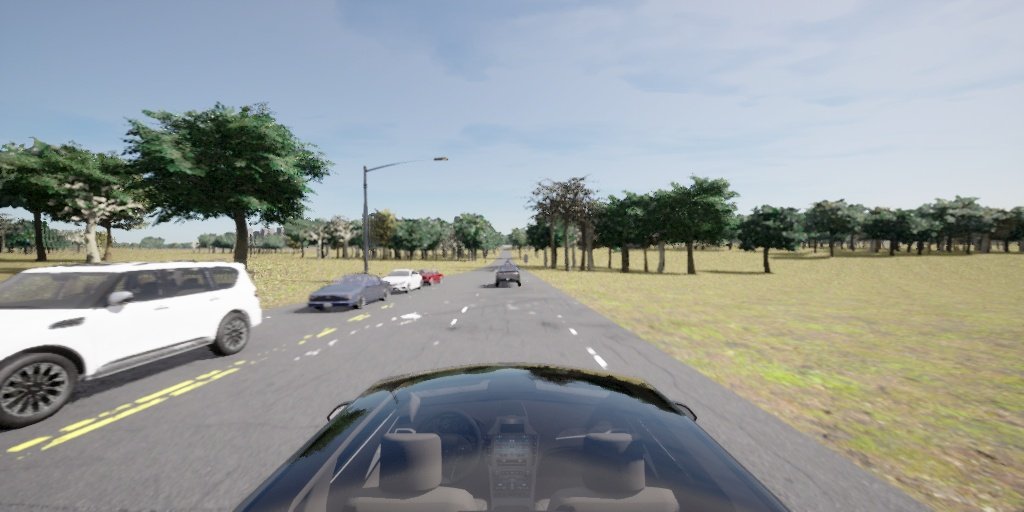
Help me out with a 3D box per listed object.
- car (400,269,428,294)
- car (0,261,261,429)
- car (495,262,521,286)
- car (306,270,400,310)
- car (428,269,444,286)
[{"bbox_3d":[-7.147,1.593,23.427,1.812,1.442,4.674,-1,-1,1],"label":"car"},{"bbox_3d":[-7.053,1.119,6.254,2.150,2.045,5.566,-1,0,-1],"label":"car"},{"bbox_3d":[-0.326,1.508,28.496,2.128,1.511,4.902,-1,-1,-1],"label":"car"},{"bbox_3d":[-7.159,1.546,16.538,2.033,1.411,5.357,-1,-1,0],"label":"car"},{"bbox_3d":[-7.042,1.730,29.462,1.895,1.301,4.718,-1,-1,3],"label":"car"}]
